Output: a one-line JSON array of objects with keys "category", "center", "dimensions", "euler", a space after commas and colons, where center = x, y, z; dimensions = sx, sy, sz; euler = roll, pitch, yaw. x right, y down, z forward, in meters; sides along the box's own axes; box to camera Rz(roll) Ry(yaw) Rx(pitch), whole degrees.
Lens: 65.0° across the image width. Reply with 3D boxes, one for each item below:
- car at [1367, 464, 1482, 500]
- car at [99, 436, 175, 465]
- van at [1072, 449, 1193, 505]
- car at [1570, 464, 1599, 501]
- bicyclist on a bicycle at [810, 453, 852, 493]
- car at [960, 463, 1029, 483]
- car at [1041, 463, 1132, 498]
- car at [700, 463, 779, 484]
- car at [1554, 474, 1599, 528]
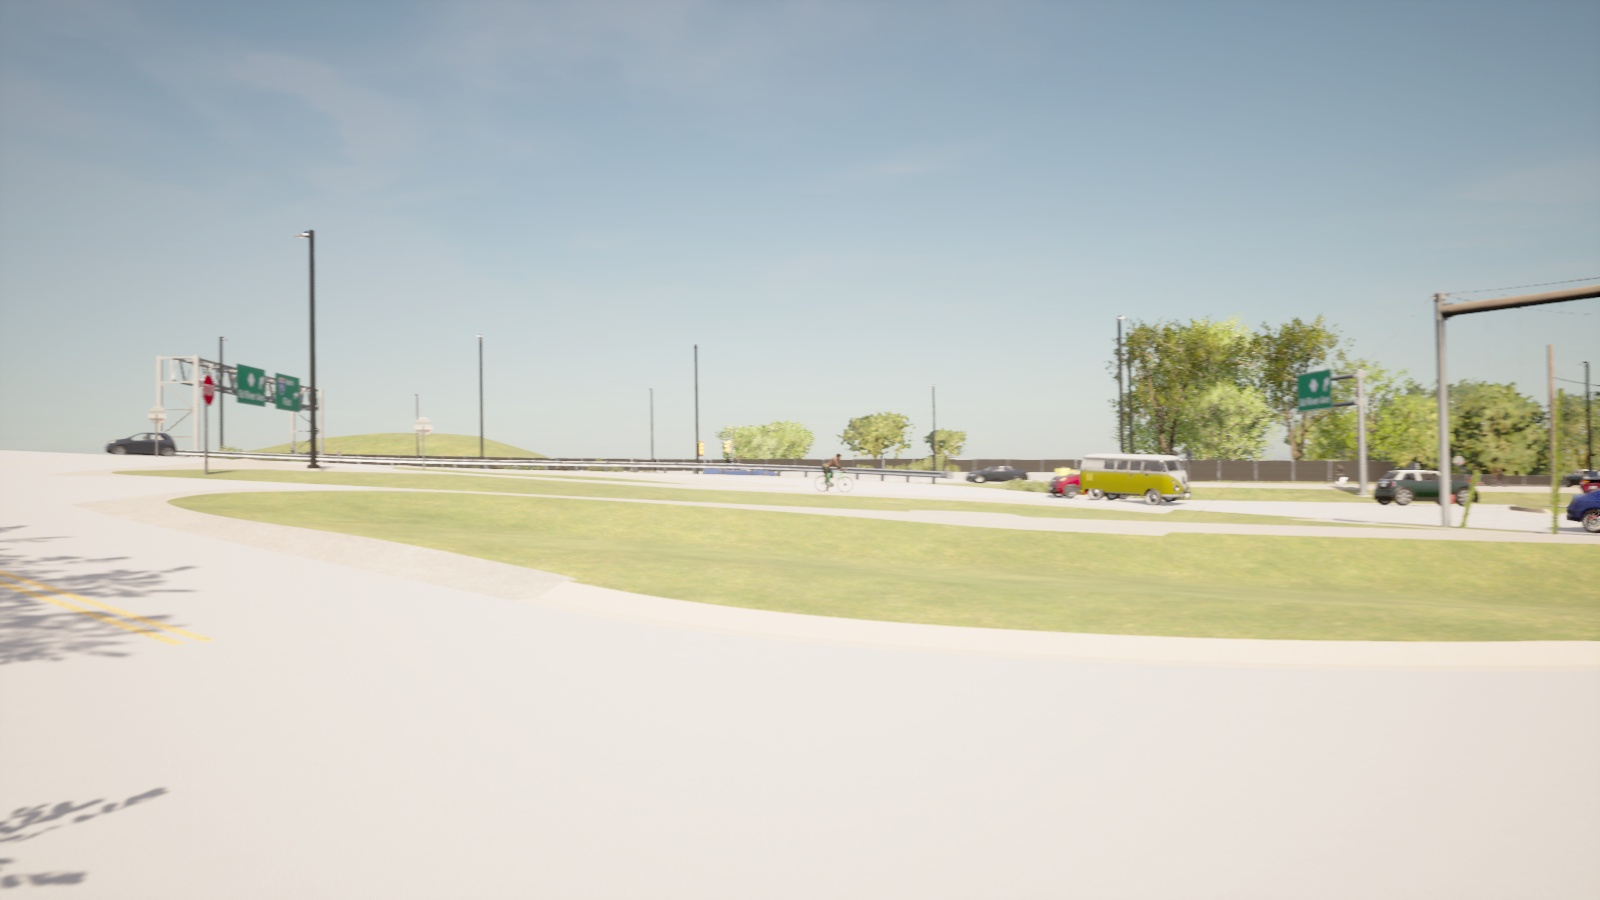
[{"category": "car", "center": [25.987, 1.338, 52.372], "dimensions": [3.806, 1.475, 1.970], "euler": [0, -1, -1]}, {"category": "car", "center": [-37.782, 0.056, 71.621], "dimensions": [3.633, 1.501, 1.845], "euler": [2, -3, -33]}, {"category": "van", "center": [13.602, 1.053, 51.526], "dimensions": [4.442, 1.987, 1.775], "euler": [2, 4, 42]}, {"category": "car", "center": [35.287, 1.377, 52.918], "dimensions": [4.514, 1.525, 2.007], "euler": [0, -2, -4]}, {"category": "bicyclist on a bicycle", "center": [1.313, 0.959, 52.649], "dimensions": [1.656, 1.620, 0.582], "euler": [2, -2, -4]}, {"category": "car", "center": [15.041, 1.798, 97.248], "dimensions": [4.902, 1.511, 2.128], "euler": [0, -1, -3]}, {"category": "car", "center": [13.084, 1.406, 57.452], "dimensions": [3.633, 1.501, 1.845], "euler": [1, -1, -9]}, {"category": "car", "center": [-4.122, 1.636, 85.724], "dimensions": [5.357, 1.411, 2.033], "euler": [0, -2, -3]}, {"category": "car", "center": [23.614, 1.431, 34.529], "dimensions": [1.812, 1.442, 4.674], "euler": [-1, 0, -28]}]
